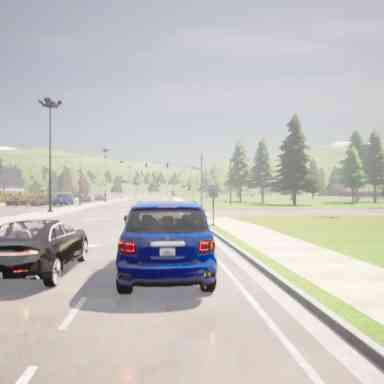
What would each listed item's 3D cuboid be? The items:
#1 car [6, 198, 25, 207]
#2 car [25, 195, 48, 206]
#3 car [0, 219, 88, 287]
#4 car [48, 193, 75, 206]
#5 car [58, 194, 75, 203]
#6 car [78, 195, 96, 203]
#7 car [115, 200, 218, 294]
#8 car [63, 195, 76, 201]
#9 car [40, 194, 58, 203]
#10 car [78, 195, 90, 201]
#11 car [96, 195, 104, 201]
[{"bbox_3d":[-28.073,1.636,53.625,1.895,1.301,4.718,0,0,-5],"label":"car"},{"bbox_3d":[-24.580,1.386,53.912,2.097,1.767,4.553,0,0,-5],"label":"car"},{"bbox_3d":[-4.229,1.497,9.226,2.128,1.511,4.902,0,0,-5],"label":"car"},{"bbox_3d":[-21.126,1.257,54.510,2.150,2.045,5.566,0,0,-5],"label":"car"},{"bbox_3d":[-25.802,1.399,68.512,2.097,1.767,4.553,0,0,-5],"label":"car"},{"bbox_3d":[-22.431,1.569,70.133,2.128,1.511,4.902,0,0,-5],"label":"car"},{"bbox_3d":[-0.695,1.228,8.985,2.150,2.045,5.566,0,0,-5],"label":"car"},{"bbox_3d":[-30.587,1.552,82.961,1.837,1.490,4.892,0,0,-5],"label":"car"},{"bbox_3d":[-29.303,1.399,68.374,2.097,1.767,4.553,0,0,-5],"label":"car"},{"bbox_3d":[-27.114,1.551,83.417,1.837,1.490,4.892,0,0,-5],"label":"car"},{"bbox_3d":[-23.718,1.576,84.760,1.812,1.442,4.674,0,0,-5],"label":"car"}]
